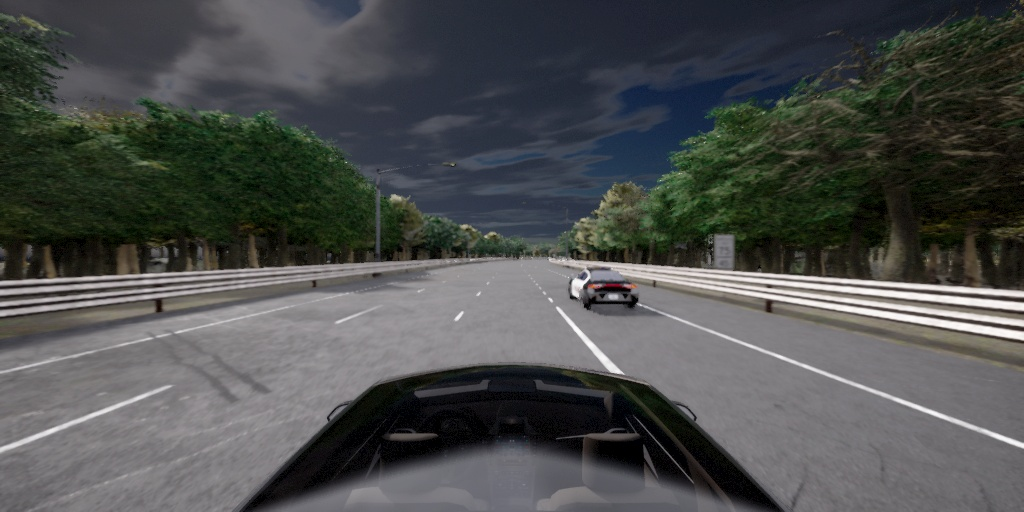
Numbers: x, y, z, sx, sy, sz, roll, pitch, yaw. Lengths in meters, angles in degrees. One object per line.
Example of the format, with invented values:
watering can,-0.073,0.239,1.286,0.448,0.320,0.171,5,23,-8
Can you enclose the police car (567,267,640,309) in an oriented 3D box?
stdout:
police car,3.560,1.249,15.010,2.038,1.542,4.974,0,0,0
